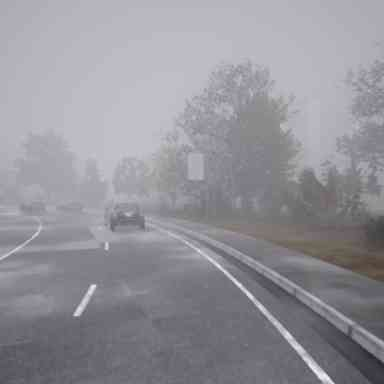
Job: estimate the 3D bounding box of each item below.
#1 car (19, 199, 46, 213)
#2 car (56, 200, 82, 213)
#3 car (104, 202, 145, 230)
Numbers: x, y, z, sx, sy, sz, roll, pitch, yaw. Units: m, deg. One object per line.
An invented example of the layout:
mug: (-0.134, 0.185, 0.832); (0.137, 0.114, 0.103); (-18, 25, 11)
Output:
car: (-18.354, 1.589, 38.175); (2.128, 1.511, 4.902); (1, -1, -41)
car: (-14.425, 1.620, 38.922); (2.128, 1.511, 4.902); (1, -1, -38)
car: (-4.525, 1.426, 21.841); (2.097, 1.767, 4.553); (0, 0, -21)
